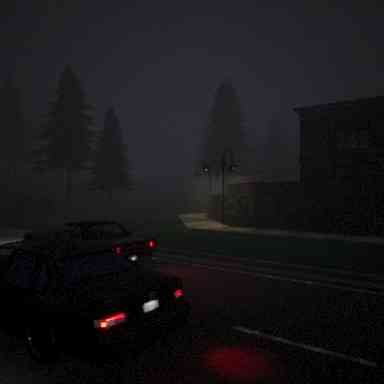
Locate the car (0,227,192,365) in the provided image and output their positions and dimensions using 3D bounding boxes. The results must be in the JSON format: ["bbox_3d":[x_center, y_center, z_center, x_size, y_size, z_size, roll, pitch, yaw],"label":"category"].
[{"bbox_3d":[-2.576,1.547,5.829,5.357,1.411,2.033,0,0,36],"label":"car"}]

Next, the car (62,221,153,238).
[{"bbox_3d":[-3.467,1.601,10.764,4.718,1.301,1.895,0,0,36],"label":"car"}]
